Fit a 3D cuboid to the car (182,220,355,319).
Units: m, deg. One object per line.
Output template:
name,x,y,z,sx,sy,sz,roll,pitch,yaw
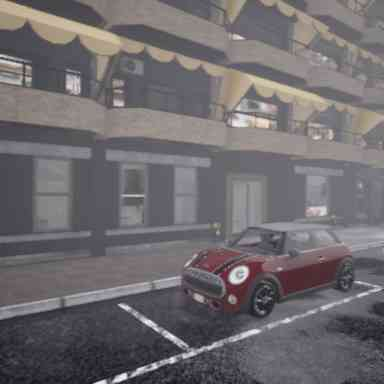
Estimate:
car,1.758,1.451,7.358,4.097,1.590,1.967,0,0,-36
